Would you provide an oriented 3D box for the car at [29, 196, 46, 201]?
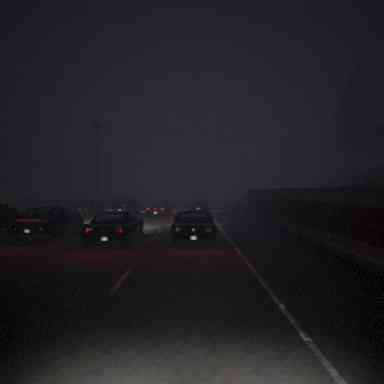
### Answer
[{"bbox_3d":[-21.898,1.373,48.204,1.994,1.385,4.181,0,0,11],"label":"car"}]

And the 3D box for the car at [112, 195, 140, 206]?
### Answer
[{"bbox_3d":[-6.288,1.375,32.178,1.837,1.490,4.892,0,0,5],"label":"car"}]

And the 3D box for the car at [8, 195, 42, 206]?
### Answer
[{"bbox_3d":[-25.091,1.279,50.097,1.882,1.535,5.008,0,0,11],"label":"car"}]

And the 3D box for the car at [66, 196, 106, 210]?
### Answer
[{"bbox_3d":[-9.807,1.362,32.139,2.128,1.511,4.902,0,0,5],"label":"car"}]

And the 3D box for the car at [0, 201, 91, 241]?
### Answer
[{"bbox_3d":[-6.927,1.425,16.406,2.128,1.511,4.902,0,0,0],"label":"car"}]

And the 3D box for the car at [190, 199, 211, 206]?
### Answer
[{"bbox_3d":[0.828,1.390,33.175,1.812,1.442,4.674,0,0,6],"label":"car"}]

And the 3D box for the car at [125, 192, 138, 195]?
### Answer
[{"bbox_3d":[-16.042,0.676,89.131,2.097,1.767,4.553,0,0,24],"label":"car"}]

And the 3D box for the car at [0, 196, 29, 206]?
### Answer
[{"bbox_3d":[-10.427,1.160,15.939,2.150,2.045,5.566,0,0,0],"label":"car"}]

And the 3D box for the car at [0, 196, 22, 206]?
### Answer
[{"bbox_3d":[-28.602,1.348,50.559,2.033,1.411,5.357,0,0,11],"label":"car"}]

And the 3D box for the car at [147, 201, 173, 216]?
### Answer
[{"bbox_3d":[-2.936,1.477,30.565,1.895,1.301,4.718,0,0,4],"label":"car"}]

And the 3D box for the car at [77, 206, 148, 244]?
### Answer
[{"bbox_3d":[-3.428,1.539,15.274,1.895,1.301,4.718,0,0,0],"label":"car"}]

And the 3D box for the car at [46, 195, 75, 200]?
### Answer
[{"bbox_3d":[-18.372,1.159,48.023,2.097,1.767,4.553,0,0,11],"label":"car"}]

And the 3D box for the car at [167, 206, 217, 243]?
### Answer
[{"bbox_3d":[0.071,1.537,15.571,1.895,1.301,4.718,0,0,0],"label":"car"}]
